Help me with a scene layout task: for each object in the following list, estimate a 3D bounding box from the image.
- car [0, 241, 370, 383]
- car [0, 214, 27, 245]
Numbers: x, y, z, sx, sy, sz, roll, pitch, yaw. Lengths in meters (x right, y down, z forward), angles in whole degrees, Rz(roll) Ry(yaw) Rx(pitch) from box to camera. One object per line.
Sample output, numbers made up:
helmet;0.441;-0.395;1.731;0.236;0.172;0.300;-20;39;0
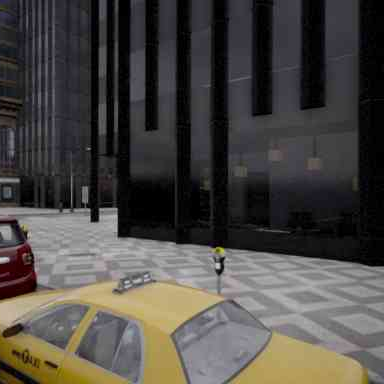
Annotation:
car;-0.788;1.525;3.513;4.829;1.417;1.752;0;0;35
car;-5.083;1.314;6.542;5.009;1.841;2.192;0;0;35
